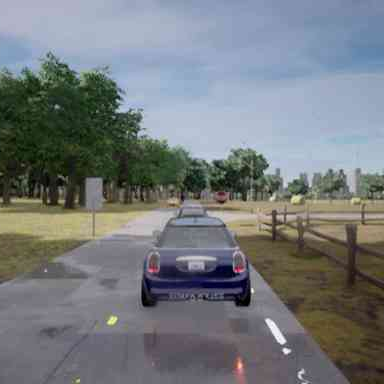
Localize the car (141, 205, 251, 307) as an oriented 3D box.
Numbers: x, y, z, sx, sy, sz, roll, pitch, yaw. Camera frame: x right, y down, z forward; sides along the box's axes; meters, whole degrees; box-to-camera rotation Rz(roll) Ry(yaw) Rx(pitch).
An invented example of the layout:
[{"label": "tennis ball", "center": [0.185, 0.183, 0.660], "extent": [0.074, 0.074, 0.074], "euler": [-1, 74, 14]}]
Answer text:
[{"label": "car", "center": [0.071, 1.365, 8.178], "extent": [2.097, 1.767, 4.553], "euler": [0, 0, 0]}]

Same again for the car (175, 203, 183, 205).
[{"label": "car", "center": [0.048, 1.542, 18.013], "extent": [1.837, 1.490, 4.892], "euler": [0, 0, 0]}]

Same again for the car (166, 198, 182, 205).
[{"label": "car", "center": [-2.978, 1.675, 52.082], "extent": [1.882, 1.535, 5.008], "euler": [0, 0, 0]}]
